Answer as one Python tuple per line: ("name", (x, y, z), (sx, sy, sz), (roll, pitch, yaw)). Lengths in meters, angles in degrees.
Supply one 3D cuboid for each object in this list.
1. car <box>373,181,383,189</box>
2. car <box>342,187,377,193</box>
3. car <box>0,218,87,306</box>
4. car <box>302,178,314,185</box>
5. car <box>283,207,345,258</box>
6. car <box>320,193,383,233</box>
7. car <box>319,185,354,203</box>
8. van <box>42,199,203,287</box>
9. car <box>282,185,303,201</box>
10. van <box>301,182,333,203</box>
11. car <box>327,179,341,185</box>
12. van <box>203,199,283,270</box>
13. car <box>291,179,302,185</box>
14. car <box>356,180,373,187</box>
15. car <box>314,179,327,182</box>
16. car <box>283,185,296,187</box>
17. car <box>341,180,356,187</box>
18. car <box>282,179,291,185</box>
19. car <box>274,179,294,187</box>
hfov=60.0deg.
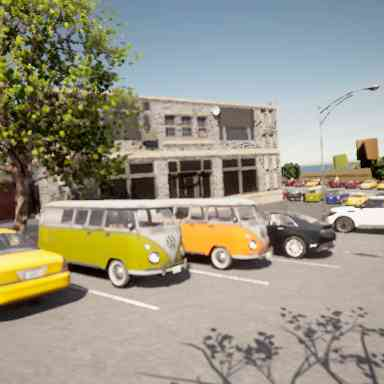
("car", (32.013, -1.209, 54.703), (1.946, 1.575, 5.366), (1, 5, 41))
("car", (19.791, 0.725, 39.245), (1.946, 1.575, 5.366), (0, 6, 40))
("car", (-4.885, 1.440, 7.304), (5.366, 1.575, 1.946), (-1, -1, 35))
("car", (25.029, -1.831, 67.740), (1.946, 1.575, 5.366), (1, 5, 43))
("car", (2.718, 1.443, 12.376), (4.892, 1.521, 2.231), (-1, -1, 35))
("car", (10.129, 1.192, 17.577), (5.566, 2.045, 2.435), (-1, -1, 35))
("car", (18.149, 0.509, 41.694), (2.185, 1.767, 4.553), (0, 6, 40))
("van", (-2.154, 1.214, 8.863), (4.442, 1.987, 1.878), (-1, -1, 35))
("car", (15.237, 0.392, 46.998), (2.231, 1.521, 4.892), (0, 6, 41))
("van", (16.761, 0.274, 44.429), (1.878, 1.987, 4.442), (0, 6, 41))
("car", (27.652, -1.518, 62.364), (2.002, 1.452, 4.674), (1, 5, 42))
("van", (0.330, 1.214, 10.595), (4.442, 1.987, 1.878), (-1, -1, 35))
("car", (23.573, -2.068, 70.246), (2.185, 1.767, 4.553), (2, 6, 43))
("car", (30.346, -1.298, 57.014), (1.946, 1.575, 5.366), (1, 6, 42))
("car", (26.243, -1.807, 64.948), (2.185, 1.767, 4.553), (1, 5, 43))
("car", (13.807, 0.306, 49.655), (2.002, 1.452, 4.674), (1, 7, 41))
("car", (29.051, -1.394, 59.757), (2.002, 1.452, 4.674), (1, 5, 42))
("car", (22.213, -2.071, 72.873), (2.097, 1.535, 5.008), (1, 6, 44))
("car", (20.884, -2.172, 75.500), (2.163, 1.488, 4.792), (2, 6, 44))
